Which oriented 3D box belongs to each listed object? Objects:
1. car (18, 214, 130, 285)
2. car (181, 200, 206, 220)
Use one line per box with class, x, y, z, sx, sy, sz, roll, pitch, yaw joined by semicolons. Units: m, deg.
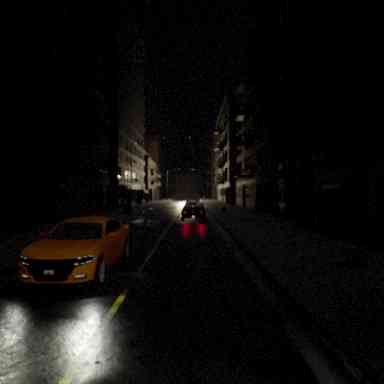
car;-3.091;1.475;9.693;1.882;1.535;5.008;0;0;0
car;0.104;1.593;27.439;1.895;1.301;4.718;0;0;0
